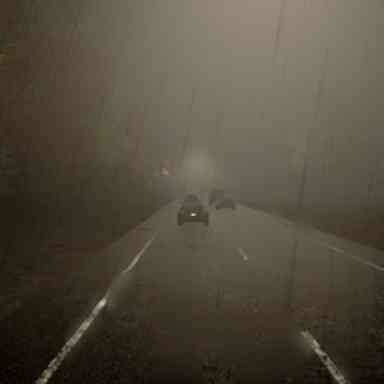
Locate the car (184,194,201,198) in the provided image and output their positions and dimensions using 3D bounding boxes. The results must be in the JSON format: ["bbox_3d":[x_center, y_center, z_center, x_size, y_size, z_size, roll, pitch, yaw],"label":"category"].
[{"bbox_3d":[0.054,0.990,43.079,1.837,1.490,4.892,0,1,0],"label":"car"}]

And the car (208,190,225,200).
[{"bbox_3d":[3.455,0.667,45.733,2.150,2.045,5.566,0,1,0],"label":"car"}]

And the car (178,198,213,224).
[{"bbox_3d":[0.078,1.303,22.012,1.994,1.385,4.181,0,1,0],"label":"car"}]

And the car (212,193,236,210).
[{"bbox_3d":[3.464,1.098,35.073,1.812,1.442,4.674,0,1,0],"label":"car"}]
